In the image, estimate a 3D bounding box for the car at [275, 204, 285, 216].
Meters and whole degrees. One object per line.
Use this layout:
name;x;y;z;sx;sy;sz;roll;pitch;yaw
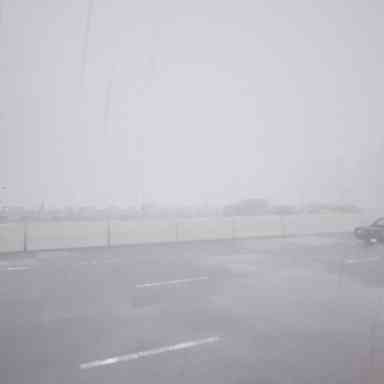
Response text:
car;8.976;2.037;34.670;4.902;1.511;2.128;1;-1;-25

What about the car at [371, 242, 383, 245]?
car;5.466;1.610;5.631;4.674;1.442;1.812;1;-1;-26

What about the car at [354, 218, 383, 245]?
car;9.946;1.850;15.522;4.718;1.301;1.895;1;-1;-26

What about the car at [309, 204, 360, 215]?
car;12.491;1.838;28.593;4.553;1.767;2.097;1;-1;-25
